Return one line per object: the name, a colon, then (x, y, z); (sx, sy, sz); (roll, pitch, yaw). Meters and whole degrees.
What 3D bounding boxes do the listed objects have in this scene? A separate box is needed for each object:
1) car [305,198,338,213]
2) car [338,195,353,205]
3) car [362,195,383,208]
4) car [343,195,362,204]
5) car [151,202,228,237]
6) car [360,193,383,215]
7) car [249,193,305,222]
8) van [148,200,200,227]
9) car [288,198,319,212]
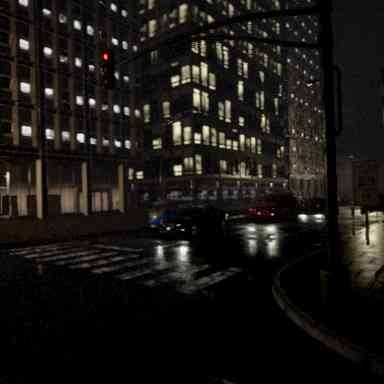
car: (13.025, 1.332, 34.189); (1.882, 1.535, 5.008); (-2, -1, 39)
car: (23.360, 1.206, 51.218); (1.967, 1.590, 4.097); (-2, -1, 39)
car: (22.468, 1.137, 40.853); (1.882, 1.535, 5.008); (-2, -1, 39)
car: (26.730, 1.246, 55.413); (1.752, 1.417, 4.829); (-2, -1, 39)
car: (0.241, 1.539, 18.317); (1.837, 1.490, 4.892); (-2, -1, 36)
car: (15.988, 1.011, 28.661); (2.192, 1.841, 5.009); (-2, -1, 39)
car: (6.566, 1.166, 26.169); (2.150, 2.045, 5.566); (-2, -1, 39)
van: (-0.966, 1.443, 20.919); (1.690, 1.788, 3.998); (-2, -1, 39)
car: (12.832, 1.435, 38.099); (1.752, 1.417, 4.829); (-2, -1, 39)
